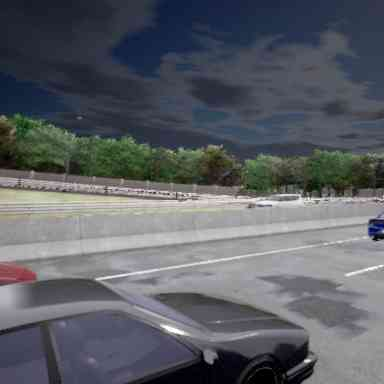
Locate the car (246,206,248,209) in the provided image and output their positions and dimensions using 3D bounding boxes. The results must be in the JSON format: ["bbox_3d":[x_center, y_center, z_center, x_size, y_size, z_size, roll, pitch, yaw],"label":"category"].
[{"bbox_3d":[7.691,1.569,35.274,4.181,1.385,1.994,0,0,-35],"label":"car"}]

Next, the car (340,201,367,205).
[{"bbox_3d":[15.705,1.551,32.397,5.357,1.411,2.033,0,0,-35],"label":"car"}]

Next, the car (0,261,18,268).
[{"bbox_3d":[-4.857,1.477,4.580,5.008,1.535,1.882,0,0,-36],"label":"car"}]

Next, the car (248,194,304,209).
[{"bbox_3d":[8.267,1.227,31.389,5.566,2.045,2.150,0,0,-35],"label":"car"}]

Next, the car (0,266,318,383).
[{"bbox_3d":[-1.224,1.548,2.872,5.357,1.411,2.033,0,0,-36],"label":"car"}]

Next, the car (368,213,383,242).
[{"bbox_3d":[10.015,1.484,15.193,5.008,1.535,1.882,0,0,-36],"label":"car"}]
